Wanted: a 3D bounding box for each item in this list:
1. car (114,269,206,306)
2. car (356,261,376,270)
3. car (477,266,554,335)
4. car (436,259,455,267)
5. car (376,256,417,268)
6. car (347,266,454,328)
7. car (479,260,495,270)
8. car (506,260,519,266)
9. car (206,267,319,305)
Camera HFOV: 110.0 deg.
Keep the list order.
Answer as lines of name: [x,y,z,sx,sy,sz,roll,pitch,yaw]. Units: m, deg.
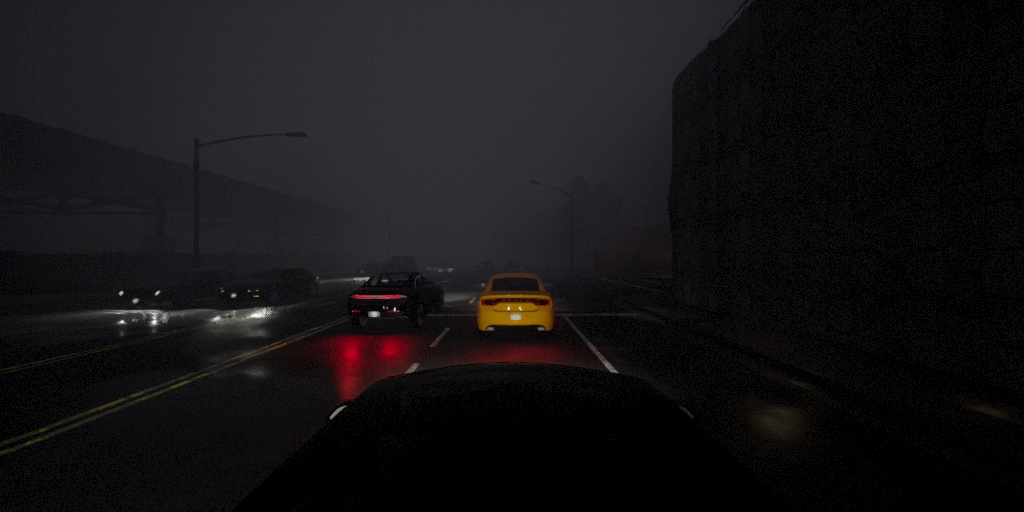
car: [-14.116,1.299,16.102,2.033,1.411,5.357,0,0,0]
car: [-14.139,1.245,36.243,2.128,1.511,4.902,0,0,0]
car: [0.081,1.229,10.573,1.882,1.535,5.008,0,0,0]
car: [-10.647,1.233,58.905,1.882,1.535,5.008,0,0,0]
car: [-10.637,0.975,34.203,2.150,2.045,5.566,0,0,0]
car: [-3.424,1.243,11.377,2.128,1.511,4.902,0,0,0]
car: [-3.455,1.302,49.606,2.033,1.411,5.357,0,0,0]
car: [0.040,1.319,55.453,1.994,1.385,4.181,0,0,0]
car: [-10.615,1.256,16.089,1.837,1.490,4.892,0,0,0]
